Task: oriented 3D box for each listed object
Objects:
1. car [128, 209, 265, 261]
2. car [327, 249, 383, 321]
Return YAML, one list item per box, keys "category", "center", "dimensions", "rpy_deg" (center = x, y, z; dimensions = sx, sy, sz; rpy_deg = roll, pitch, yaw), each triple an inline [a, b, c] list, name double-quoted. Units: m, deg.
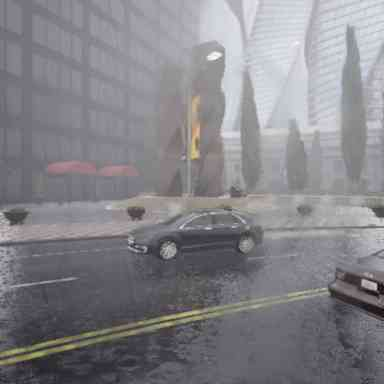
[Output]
- category: "car"
  center: [0.227, 1.391, 11.655]
  dimensions: [4.892, 1.490, 1.837]
  rpy_deg: [0, 0, -25]
- category: "car"
  center: [5.136, 1.529, 6.197]
  dimensions: [5.357, 1.411, 2.033]
  rpy_deg: [0, 1, -22]
